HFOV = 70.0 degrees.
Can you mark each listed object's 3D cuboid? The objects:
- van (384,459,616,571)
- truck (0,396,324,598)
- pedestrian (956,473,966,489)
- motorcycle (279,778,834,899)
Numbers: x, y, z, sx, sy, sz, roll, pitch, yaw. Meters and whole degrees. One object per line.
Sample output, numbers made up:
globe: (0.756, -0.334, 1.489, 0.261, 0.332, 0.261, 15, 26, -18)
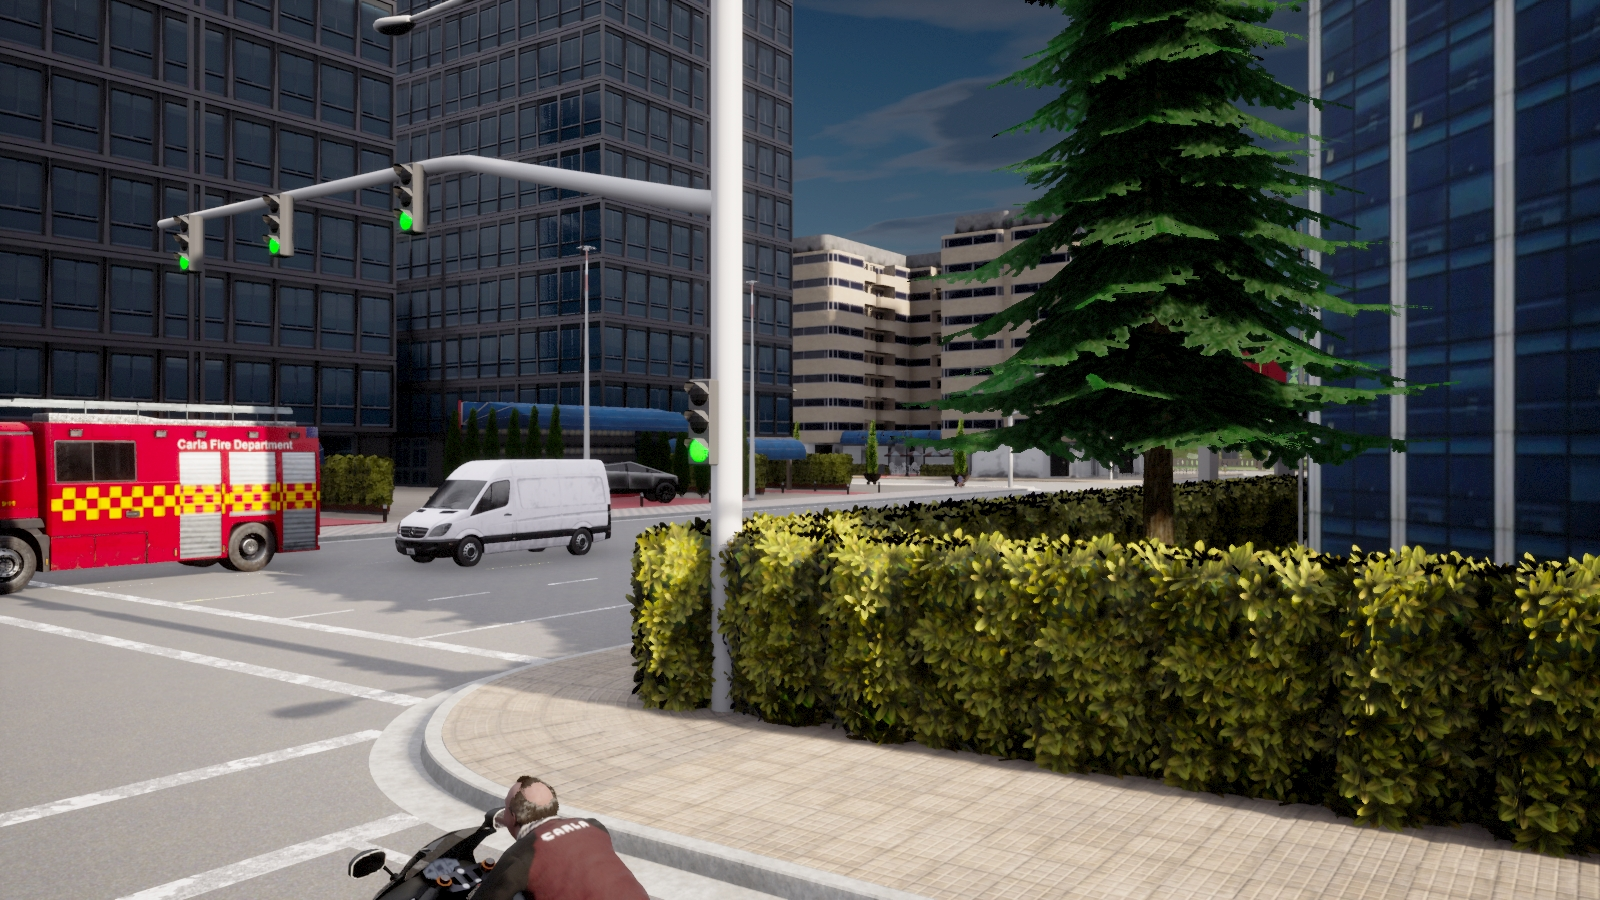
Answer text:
van: (-7.573, 1.533, 29.577, 1.988, 2.561, 5.915, 0, 0, 35)
truck: (-14.959, 0.889, 24.598, 2.891, 3.827, 8.468, 0, 0, 34)
pedestrian: (10.795, 2.074, 76.792, 0.500, 1.100, 0.500, 0, 0, 33)
motorcycle: (-1.027, 2.205, 4.504, 2.209, 1.251, 0.867, 0, 0, 35)
